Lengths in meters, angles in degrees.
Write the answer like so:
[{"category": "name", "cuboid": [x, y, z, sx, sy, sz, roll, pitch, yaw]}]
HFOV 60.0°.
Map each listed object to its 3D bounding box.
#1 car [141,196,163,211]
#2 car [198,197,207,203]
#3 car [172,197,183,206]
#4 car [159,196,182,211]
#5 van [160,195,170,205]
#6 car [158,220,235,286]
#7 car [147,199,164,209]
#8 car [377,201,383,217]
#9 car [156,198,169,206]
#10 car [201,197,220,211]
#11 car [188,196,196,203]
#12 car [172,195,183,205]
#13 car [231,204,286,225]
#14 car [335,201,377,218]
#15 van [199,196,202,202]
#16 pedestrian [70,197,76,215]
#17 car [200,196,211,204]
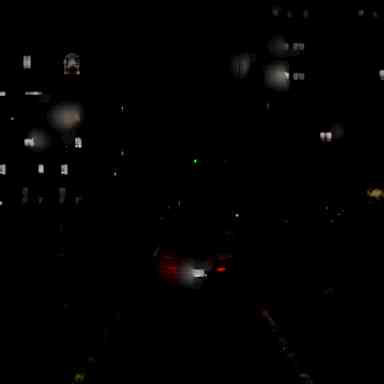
[{"category": "car", "cuboid": [-5.284, 1.486, 43.120, 2.192, 1.841, 5.009, 0, 0, 0]}, {"category": "car", "cuboid": [2.624, 1.857, 81.978, 2.008, 1.369, 4.403, 0, 0, 0]}, {"category": "car", "cuboid": [-2.707, 1.769, 63.459, 1.812, 1.442, 4.674, 0, 0, 0]}, {"category": "car", "cuboid": [-2.775, 1.675, 42.977, 1.837, 1.490, 4.892, 0, 0, 2]}, {"category": "van", "cuboid": [-5.268, 1.590, 65.328, 1.690, 1.788, 3.998, 0, 0, 0]}, {"category": "car", "cuboid": [0.110, 1.565, 9.391, 1.812, 1.442, 4.674, 0, 0, 0]}, {"category": "car", "cuboid": [-5.280, 1.736, 48.671, 1.887, 1.381, 4.507, 0, 0, 0]}, {"category": "car", "cuboid": [15.609, 1.427, 22.808, 4.403, 1.369, 2.008, -1, 0, 0]}, {"category": "car", "cuboid": [-5.272, 1.775, 59.775, 1.887, 1.381, 4.507, 0, 0, 0]}, {"category": "car", "cuboid": [2.596, 1.737, 43.114, 1.947, 1.339, 4.313, 0, 0, 0]}, {"category": "car", "cuboid": [0.056, 1.784, 81.671, 1.882, 1.535, 5.008, 0, 0, 0]}, {"category": "car", "cuboid": [-2.789, 1.559, 53.201, 2.097, 1.767, 4.553, 0, 0, 0]}, {"category": "car", "cuboid": [4.823, 1.580, 24.118, 4.181, 1.385, 1.994, 0, -1, -34]}, {"category": "car", "cuboid": [15.122, 1.461, 28.238, 5.357, 1.411, 2.033, -1, 0, 0]}, {"category": "van", "cuboid": [2.609, 1.572, 59.771, 1.690, 1.788, 3.998, 0, 0, 0]}, {"category": "pedestrian", "cuboid": [-12.128, 1.423, 33.876, 0.375, 1.860, 0.375, 0, 0, 0]}, {"category": "car", "cuboid": [2.604, 1.793, 54.218, 1.802, 1.307, 4.206, 0, 0, 0]}]
